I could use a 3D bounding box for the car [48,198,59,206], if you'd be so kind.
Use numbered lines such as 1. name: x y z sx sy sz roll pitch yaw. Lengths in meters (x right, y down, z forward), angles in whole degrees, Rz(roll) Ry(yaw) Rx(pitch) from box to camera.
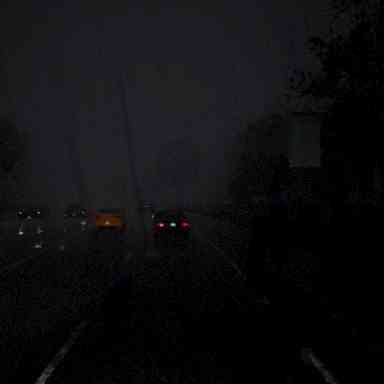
1. car: -28.444 2.041 68.182 1.812 1.442 4.674 0 -1 -29

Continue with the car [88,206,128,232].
1. car: -5.231 1.651 21.575 1.882 1.535 5.008 0 0 -9

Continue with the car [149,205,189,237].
1. car: -1.282 1.696 19.002 2.033 1.411 5.357 0 0 -8

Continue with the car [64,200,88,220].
1. car: -10.876 1.759 31.492 1.837 1.490 4.892 0 0 -13

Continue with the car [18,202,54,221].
1. car: -14.113 1.846 30.045 1.895 1.301 4.718 0 0 -13

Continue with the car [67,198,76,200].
1. car: -25.206 2.048 69.560 2.128 1.511 4.902 0 -1 -29

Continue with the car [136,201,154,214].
1. car: -5.419 1.802 39.234 2.128 1.511 4.902 0 0 -15
